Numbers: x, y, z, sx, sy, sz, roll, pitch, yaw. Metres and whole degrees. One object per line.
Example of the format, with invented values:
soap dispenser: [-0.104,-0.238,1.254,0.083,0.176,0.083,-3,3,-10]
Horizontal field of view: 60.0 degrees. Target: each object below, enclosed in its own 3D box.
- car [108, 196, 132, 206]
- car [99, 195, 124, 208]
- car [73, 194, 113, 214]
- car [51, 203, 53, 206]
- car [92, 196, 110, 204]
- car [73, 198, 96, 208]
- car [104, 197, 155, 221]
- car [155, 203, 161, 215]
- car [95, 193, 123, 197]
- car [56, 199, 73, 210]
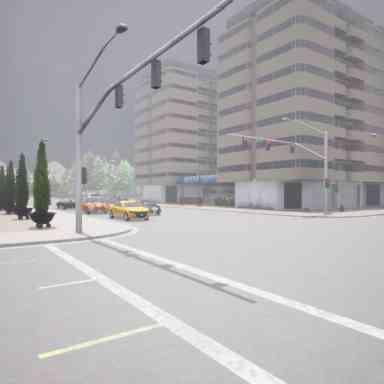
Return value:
car: [-12.199,1.491,56.122,2.128,1.511,4.902,0,0,-35]
car: [-12.147,1.352,49.913,2.097,1.767,4.553,0,0,-35]
car: [-10.436,1.352,34.836,2.097,1.767,4.553,0,0,-35]
car: [-24.695,1.564,55.499,1.994,1.385,4.181,0,0,-34]
car: [-17.509,1.505,63.759,1.837,1.490,4.892,0,0,-34]
car: [-15.820,1.601,48.737,1.895,1.301,4.718,0,0,-35]
car: [-5.251,1.478,27.373,1.882,1.535,5.008,0,0,-35]
car: [-4.818,1.491,32.884,2.128,1.511,4.902,0,0,-35]
car: [-9.987,1.352,40.326,2.097,1.767,4.553,0,0,-35]
car: [-16.047,1.601,42.917,1.895,1.301,4.718,0,0,-35]
